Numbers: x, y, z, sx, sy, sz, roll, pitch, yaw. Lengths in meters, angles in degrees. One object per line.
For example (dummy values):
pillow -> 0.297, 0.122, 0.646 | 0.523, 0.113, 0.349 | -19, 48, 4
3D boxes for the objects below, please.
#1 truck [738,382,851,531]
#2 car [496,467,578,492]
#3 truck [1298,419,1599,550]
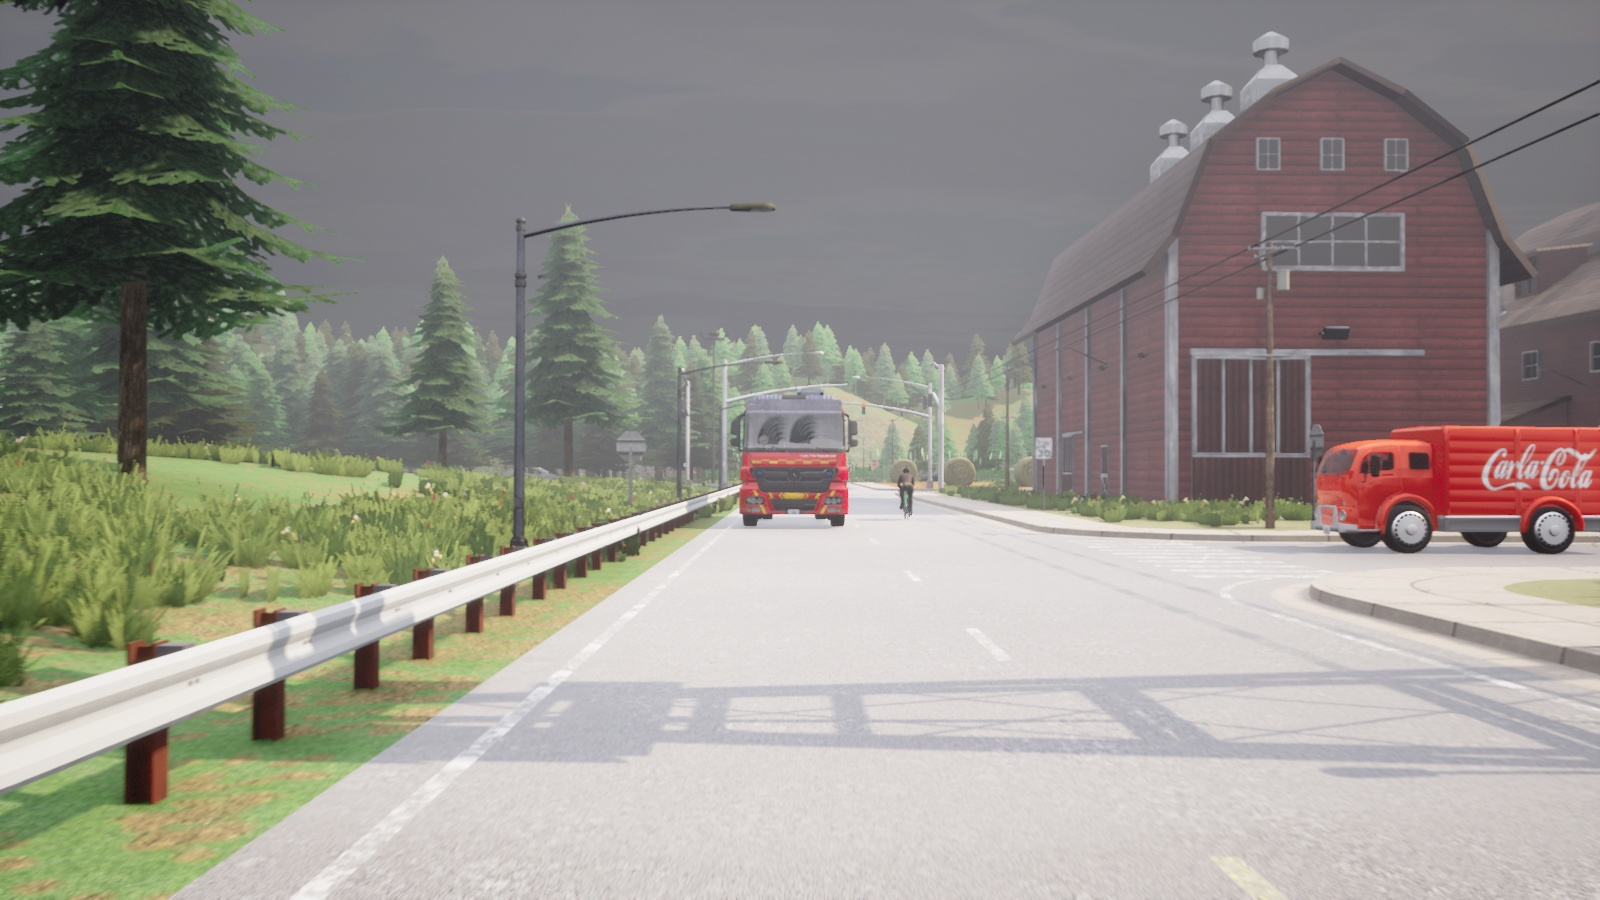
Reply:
truck -> -0.161, 0.227, 36.689 | 2.891, 3.827, 8.468 | 0, -1, 0
car -> -17.530, 1.957, 83.855 | 5.027, 1.651, 2.152 | 0, -1, -1
truck -> 13.106, 0.671, 25.149 | 5.204, 2.467, 2.627 | 0, -1, -2
